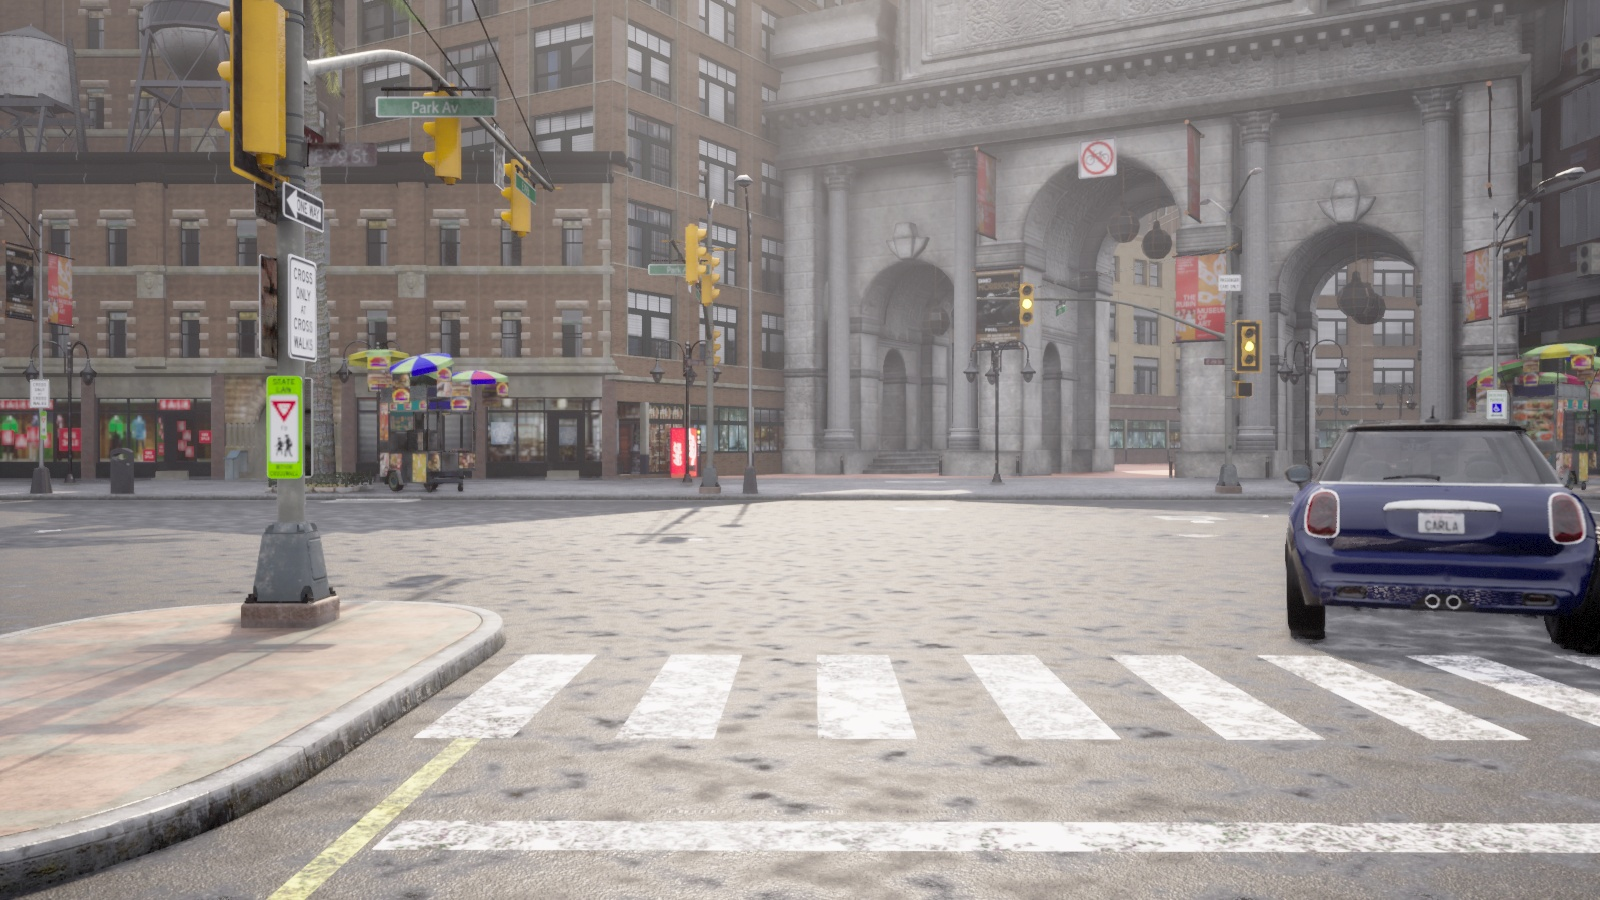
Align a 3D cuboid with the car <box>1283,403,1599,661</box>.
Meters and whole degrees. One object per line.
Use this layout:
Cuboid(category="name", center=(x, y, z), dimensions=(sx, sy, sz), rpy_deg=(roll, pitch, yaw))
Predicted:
Cuboid(category="car", center=(5.439, 0.547, 11.064), dimensions=(2.097, 1.767, 4.553), rpy_deg=(0, 0, 22))
